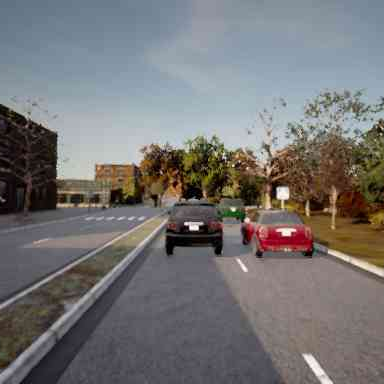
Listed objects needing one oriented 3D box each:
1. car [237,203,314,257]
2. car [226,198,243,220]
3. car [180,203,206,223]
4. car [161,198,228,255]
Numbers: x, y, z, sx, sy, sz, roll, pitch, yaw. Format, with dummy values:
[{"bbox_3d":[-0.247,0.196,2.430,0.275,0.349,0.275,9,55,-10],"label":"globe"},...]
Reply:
[{"bbox_3d":[3.327,1.513,13.822,2.097,1.767,4.553,0,-1,0],"label":"car"},{"bbox_3d":[3.344,1.564,29.360,2.150,2.045,5.566,0,-1,0],"label":"car"},{"bbox_3d":[0.111,1.847,30.399,2.128,1.511,4.902,0,-1,1],"label":"car"},{"bbox_3d":[0.084,1.388,14.302,2.150,2.045,5.566,0,-1,0],"label":"car"}]
